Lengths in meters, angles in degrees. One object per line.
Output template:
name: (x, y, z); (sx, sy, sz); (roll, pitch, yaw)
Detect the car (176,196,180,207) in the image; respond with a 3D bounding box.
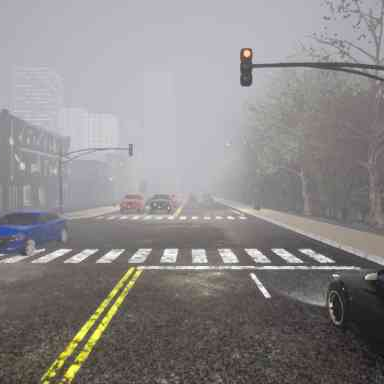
car: (-3.293, 1.205, 47.798); (2.150, 2.045, 5.566); (0, 0, 1)

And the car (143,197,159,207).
car: (-6.547, 1.545, 53.238); (1.994, 1.385, 4.181); (0, 0, 0)

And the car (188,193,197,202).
car: (0.067, 1.194, 78.115); (2.150, 2.045, 5.566); (0, 0, 0)

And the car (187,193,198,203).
car: (0.159, 1.452, 67.922); (1.882, 1.535, 5.008); (0, 0, 0)

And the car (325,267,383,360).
car: (3.353, 1.563, 4.245); (1.994, 1.385, 4.181); (0, 0, 0)

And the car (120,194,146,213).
car: (-6.568, 1.210, 37.382); (2.150, 2.045, 5.566); (0, 0, 0)

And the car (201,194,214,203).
car: (3.408, 1.576, 66.883); (1.895, 1.301, 4.718); (0, 0, 0)

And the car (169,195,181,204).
car: (-3.247, 1.454, 63.670); (1.882, 1.535, 5.008); (0, 0, 0)

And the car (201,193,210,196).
car: (3.315, 1.194, 76.863); (2.150, 2.045, 5.566); (0, 0, 0)

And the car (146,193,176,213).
car: (-3.321, 1.210, 36.629); (2.150, 2.045, 5.566); (0, 0, 0)

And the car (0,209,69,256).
car: (-6.590, 1.476, 13.262); (1.882, 1.535, 5.008); (0, 0, 0)
